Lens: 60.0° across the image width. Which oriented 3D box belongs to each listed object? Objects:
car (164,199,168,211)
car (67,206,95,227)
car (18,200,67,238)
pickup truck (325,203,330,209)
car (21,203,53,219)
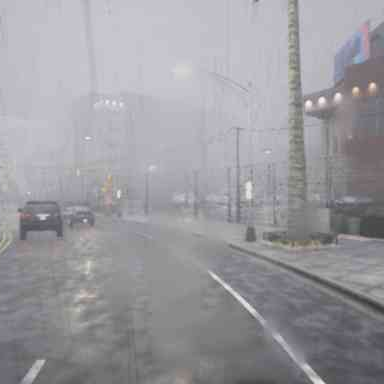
[{"bbox_3d":[-3.692,1.878,49.307,2.185,1.767,4.553,0,-1,-40],"label":"car"},{"bbox_3d":[-9.159,1.879,26.213,1.837,1.490,4.892,0,-1,-35],"label":"car"},{"bbox_3d":[-9.093,1.519,19.930,2.150,2.045,5.566,0,-1,-27],"label":"car"},{"bbox_3d":[13.492,1.348,27.679,6.274,2.098,2.390,0,-1,-40],"label":"pickup truck"},{"bbox_3d":[-17.137,2.042,36.605,2.128,1.511,4.902,0,-1,-39],"label":"car"}]
